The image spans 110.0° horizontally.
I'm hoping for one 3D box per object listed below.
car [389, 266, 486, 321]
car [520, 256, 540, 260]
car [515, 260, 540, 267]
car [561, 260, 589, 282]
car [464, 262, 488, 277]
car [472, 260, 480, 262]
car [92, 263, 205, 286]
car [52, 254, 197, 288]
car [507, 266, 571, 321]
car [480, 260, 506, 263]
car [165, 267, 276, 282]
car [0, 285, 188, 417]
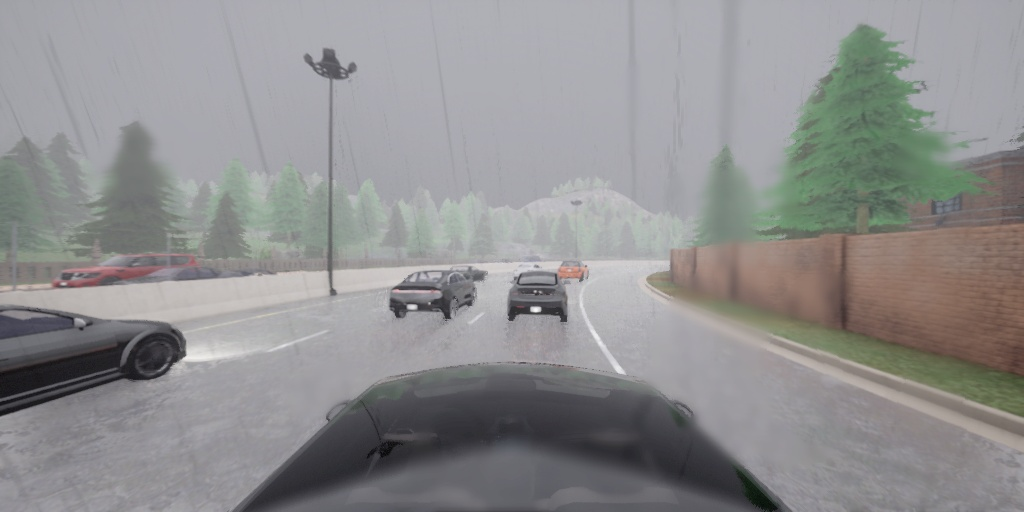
[{"bbox_3d":[-2.540,1.237,12.539,2.128,1.511,4.902,0,0,7],"label":"car"},{"bbox_3d":[2.503,1.021,56.565,2.150,2.045,5.566,0,0,33],"label":"car"},{"bbox_3d":[1.461,1.303,30.019,1.812,1.442,4.674,0,0,18],"label":"car"},{"bbox_3d":[5.141,1.147,29.894,2.097,1.767,4.553,0,0,19],"label":"car"},{"bbox_3d":[-3.357,1.353,26.304,1.895,1.301,4.718,0,0,15],"label":"car"},{"bbox_3d":[-5.755,1.310,56.564,2.033,1.411,5.357,0,0,31],"label":"car"},{"bbox_3d":[-16.187,1.231,17.633,2.033,1.411,5.357,0,0,9],"label":"car"},{"bbox_3d":[-19.515,0.889,18.697,2.150,2.045,5.566,0,0,10],"label":"car"},{"bbox_3d":[0.973,1.267,12.536,1.837,1.490,4.892,0,0,7],"label":"car"},{"bbox_3d":[-2.197,1.326,55.766,2.033,1.411,5.357,0,0,31],"label":"car"},{"bbox_3d":[-12.754,1.301,16.815,1.895,1.301,4.718,0,0,9],"label":"car"},{"bbox_3d":[-6.702,1.284,4.501,1.994,1.385,4.181,0,0,2],"label":"car"}]
